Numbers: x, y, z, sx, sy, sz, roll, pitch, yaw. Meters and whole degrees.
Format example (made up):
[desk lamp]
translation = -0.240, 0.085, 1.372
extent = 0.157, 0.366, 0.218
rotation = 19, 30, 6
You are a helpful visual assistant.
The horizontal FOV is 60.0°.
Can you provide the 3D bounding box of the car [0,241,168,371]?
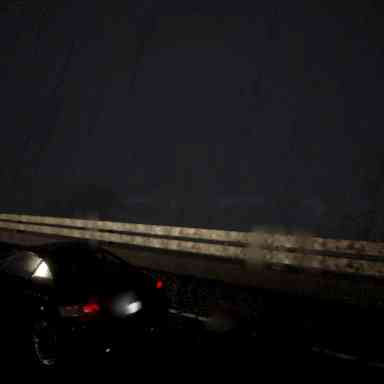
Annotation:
[car]
translation = -2.443, 1.569, 5.760
extent = 4.181, 1.385, 1.994
rotation = 0, 0, 36
